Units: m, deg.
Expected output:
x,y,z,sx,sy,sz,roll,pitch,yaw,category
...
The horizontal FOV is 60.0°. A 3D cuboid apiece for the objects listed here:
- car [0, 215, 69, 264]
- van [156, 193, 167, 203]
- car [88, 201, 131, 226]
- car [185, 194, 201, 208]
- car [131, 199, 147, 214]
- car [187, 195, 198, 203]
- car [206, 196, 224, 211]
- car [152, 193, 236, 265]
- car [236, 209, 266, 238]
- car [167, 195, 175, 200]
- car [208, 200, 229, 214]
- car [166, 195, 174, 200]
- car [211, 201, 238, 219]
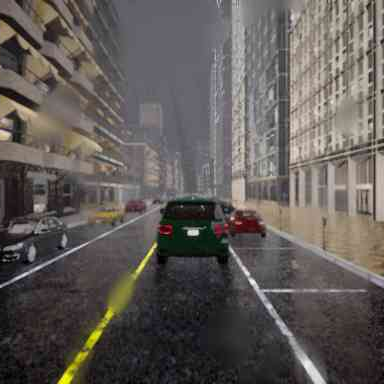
x,y,z,sx,sy,sz,roll,pitch,yaw,category
-5.690,1.516,11.475,2.008,1.369,4.403,0,0,0,car
-5.691,1.182,62.313,1.690,1.788,3.998,0,0,0,van
-5.691,1.461,22.603,1.752,1.417,4.829,0,0,0,car
0.099,1.228,47.156,2.097,1.767,4.553,0,0,0,car
-5.691,1.452,34.071,1.887,1.381,4.507,0,0,0,car
0.100,1.381,65.587,2.033,1.411,5.357,0,0,0,car
2.689,1.334,39.718,1.967,1.590,4.097,0,0,0,car
0.022,1.187,11.704,2.150,2.045,5.566,0,0,0,car
2.690,1.532,17.124,1.802,1.307,4.206,0,0,0,car
-5.692,1.365,90.556,1.802,1.307,4.206,0,0,0,car
2.689,1.489,34.071,1.802,1.307,4.206,0,0,0,car
-5.692,1.374,84.907,1.802,1.307,4.206,0,0,0,car
2.690,1.487,28.421,1.947,1.339,4.313,0,0,0,car
